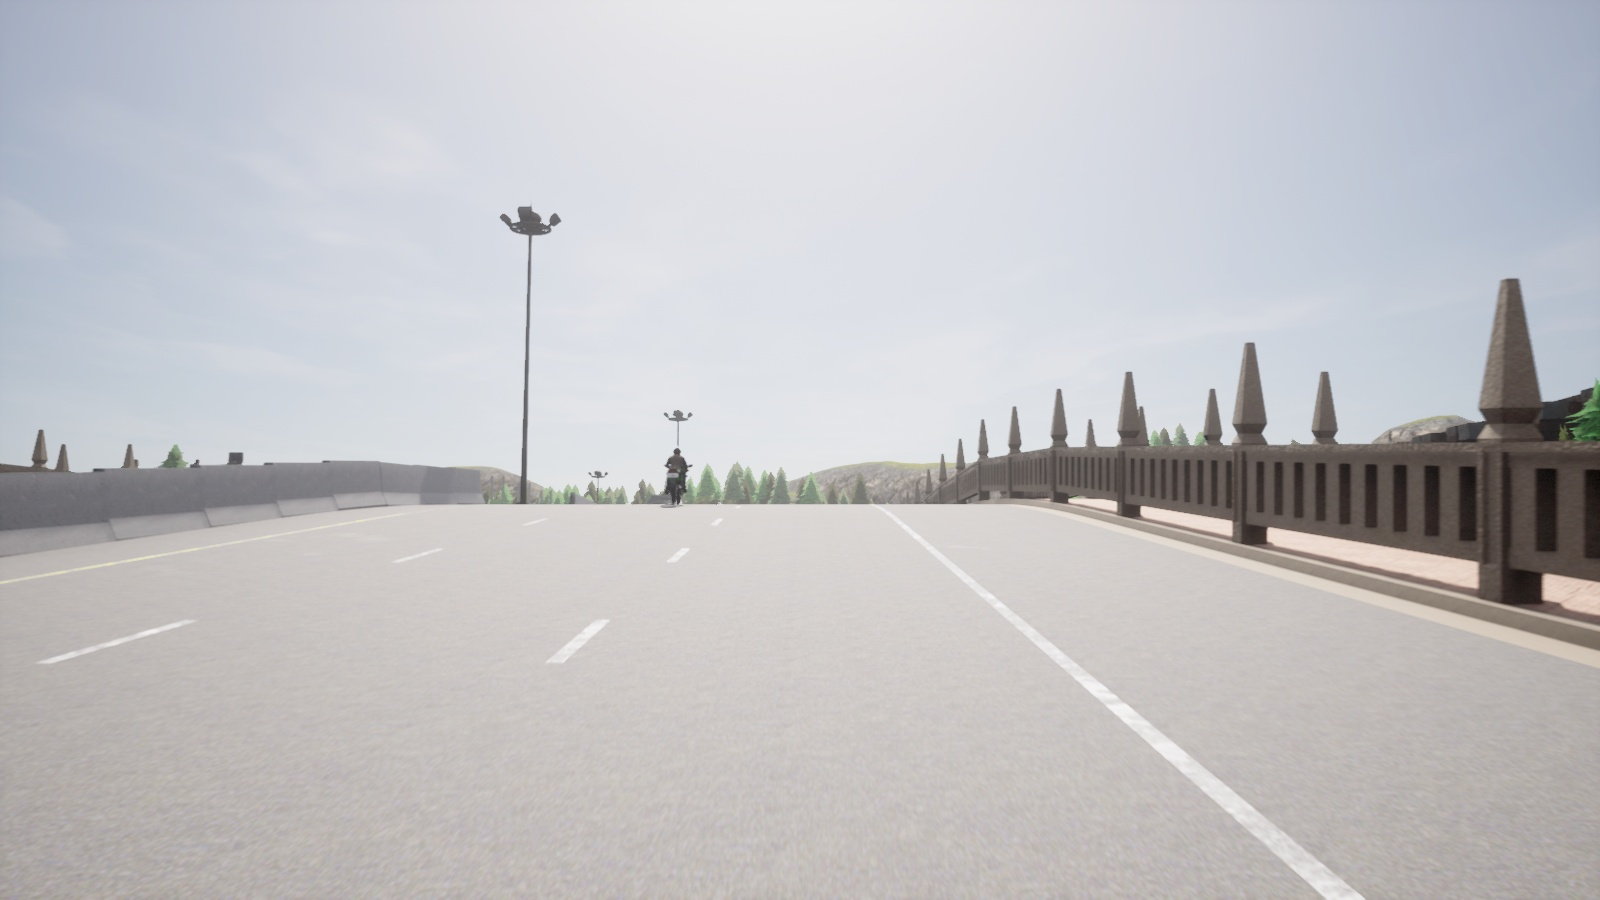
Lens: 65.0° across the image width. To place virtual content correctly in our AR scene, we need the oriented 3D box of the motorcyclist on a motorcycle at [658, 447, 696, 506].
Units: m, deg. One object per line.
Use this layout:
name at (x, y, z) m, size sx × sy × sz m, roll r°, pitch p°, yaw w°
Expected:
motorcyclist on a motorcycle at (-3.290, 0.718, 33.716) m, size 0.797 × 1.523 × 2.044 m, roll 0°, pitch -2°, yaw 0°

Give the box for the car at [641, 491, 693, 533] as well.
car at (-6.623, 3.149, 62.896) m, size 2.097 × 1.767 × 4.553 m, roll 0°, pitch -7°, yaw 0°
